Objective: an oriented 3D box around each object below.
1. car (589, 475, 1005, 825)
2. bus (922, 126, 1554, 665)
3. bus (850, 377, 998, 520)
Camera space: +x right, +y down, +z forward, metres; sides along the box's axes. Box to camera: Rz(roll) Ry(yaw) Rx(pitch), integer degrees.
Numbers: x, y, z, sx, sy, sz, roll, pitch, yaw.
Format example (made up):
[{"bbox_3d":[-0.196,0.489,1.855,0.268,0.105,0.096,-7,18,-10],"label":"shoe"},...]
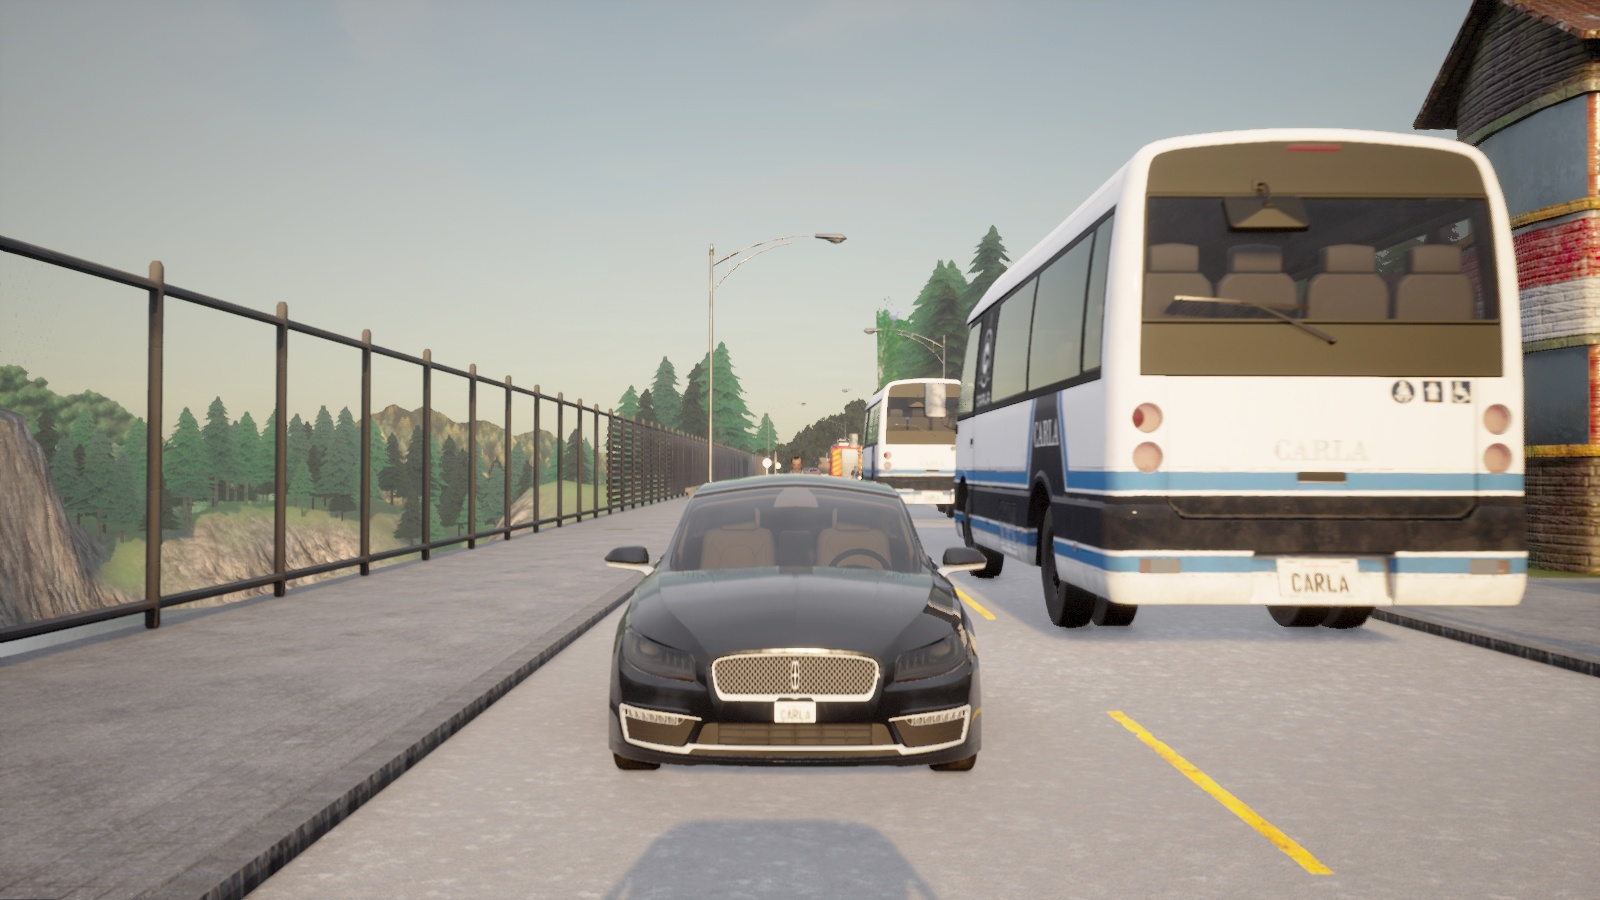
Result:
[{"bbox_3d":[-0.019,0.931,8.001,1.837,1.490,4.892,0,-1,0],"label":"car"},{"bbox_3d":[3.959,-0.363,15.070,3.944,4.253,10.273,0,-1,0],"label":"bus"},{"bbox_3d":[3.895,0.036,42.549,3.944,4.253,10.273,0,-1,0],"label":"bus"}]
